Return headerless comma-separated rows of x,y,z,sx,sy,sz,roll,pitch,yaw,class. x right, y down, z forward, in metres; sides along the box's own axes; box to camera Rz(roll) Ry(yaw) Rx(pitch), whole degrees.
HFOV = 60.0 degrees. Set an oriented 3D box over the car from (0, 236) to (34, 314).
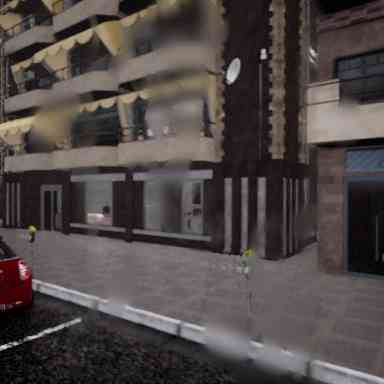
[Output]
-4.885,1.434,6.356,4.097,1.590,1.967,0,0,35,car
